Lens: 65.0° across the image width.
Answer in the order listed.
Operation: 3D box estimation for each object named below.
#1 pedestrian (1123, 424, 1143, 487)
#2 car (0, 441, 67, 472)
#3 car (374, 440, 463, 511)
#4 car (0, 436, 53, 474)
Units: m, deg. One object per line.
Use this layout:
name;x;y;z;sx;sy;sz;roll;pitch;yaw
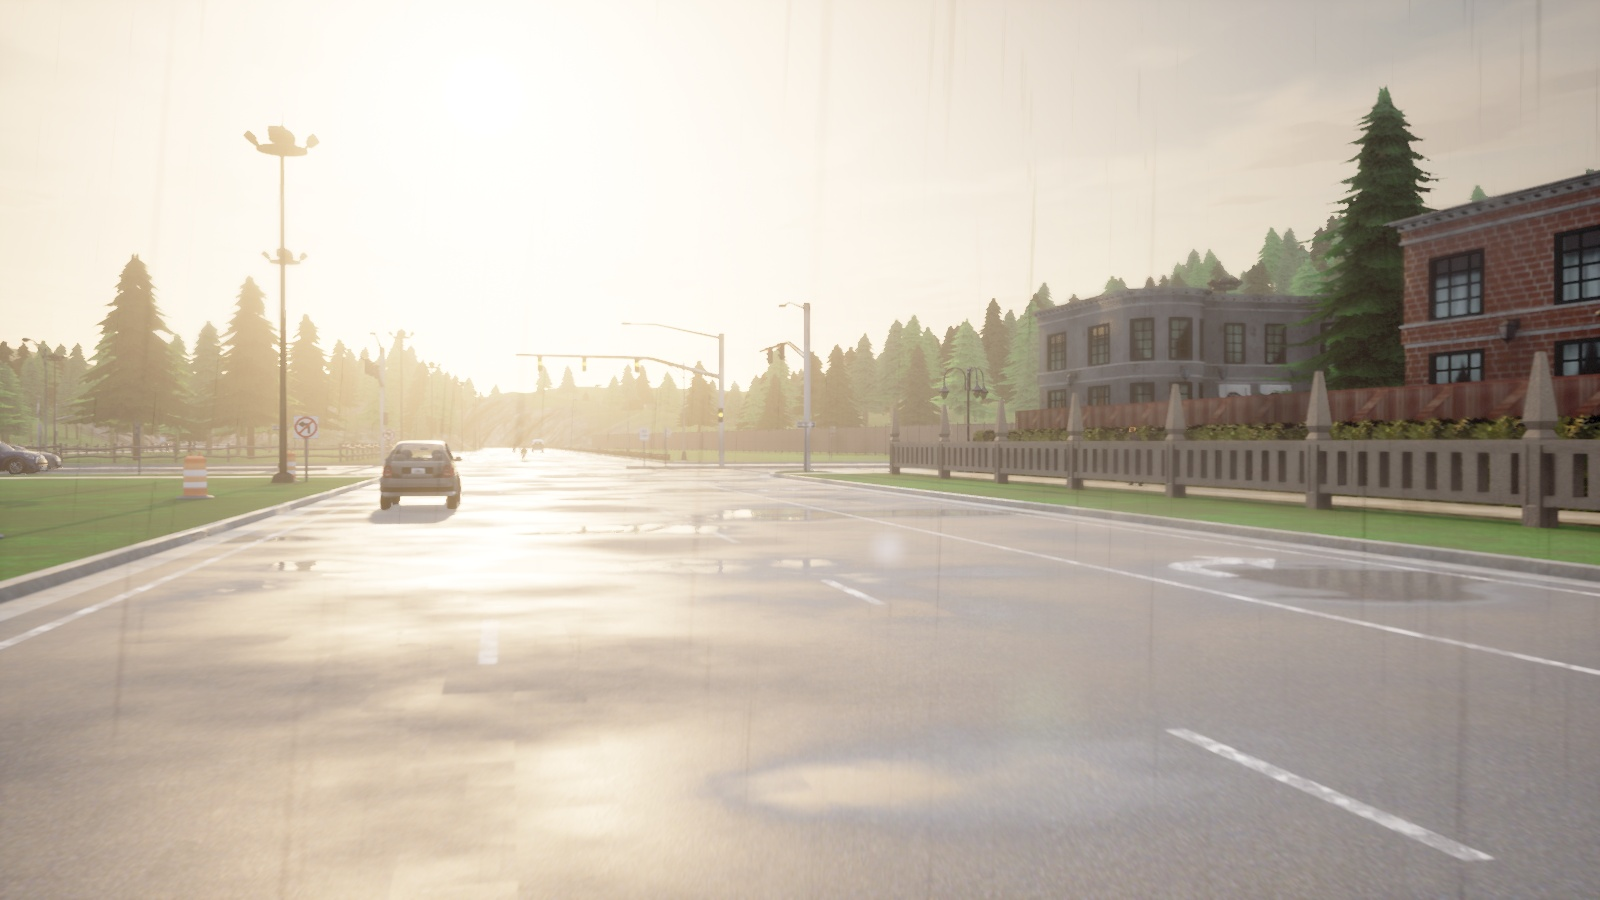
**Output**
pedestrian;9.813;0.150;36.985;0.331;1.846;0.634;0;0;-10
car;-39.323;0.312;62.107;4.902;1.511;2.128;0;0;-13
car;-8.940;0.547;29.669;1.789;1.549;3.705;0;0;-13
car;-37.890;0.235;58.842;4.553;1.767;2.097;0;0;-13
